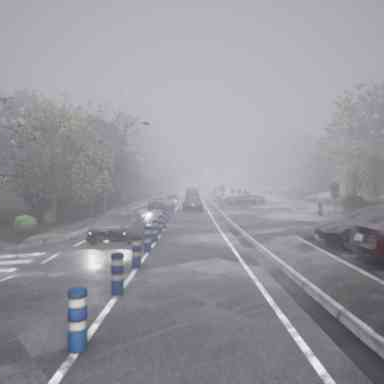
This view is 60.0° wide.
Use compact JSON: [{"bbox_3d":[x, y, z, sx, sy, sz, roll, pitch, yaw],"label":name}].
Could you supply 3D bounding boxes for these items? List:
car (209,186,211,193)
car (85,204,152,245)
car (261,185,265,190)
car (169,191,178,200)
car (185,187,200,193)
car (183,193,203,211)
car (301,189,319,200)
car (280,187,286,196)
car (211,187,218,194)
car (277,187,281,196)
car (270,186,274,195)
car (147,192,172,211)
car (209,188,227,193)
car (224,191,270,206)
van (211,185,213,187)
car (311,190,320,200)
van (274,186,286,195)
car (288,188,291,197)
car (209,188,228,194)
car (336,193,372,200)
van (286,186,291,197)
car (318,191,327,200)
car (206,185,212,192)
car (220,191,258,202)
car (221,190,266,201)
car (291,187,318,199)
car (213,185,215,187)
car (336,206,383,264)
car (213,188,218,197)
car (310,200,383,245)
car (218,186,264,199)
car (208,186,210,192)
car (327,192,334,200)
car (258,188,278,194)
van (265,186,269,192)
[{"bbox_3d":[7.036,-0.094,77.565,4.792,1.488,2.163,0,1,0],"label":"car"},{"bbox_3d":[-3.358,1.534,15.711,2.033,1.411,5.357,0,0,0],"label":"car"},{"bbox_3d":[20.137,-0.445,80.144,5.566,2.045,2.435,0,1,0],"label":"car"},{"bbox_3d":[-3.258,0.501,56.227,2.033,1.411,5.357,0,2,0],"label":"car"},{"bbox_3d":[0.087,0.288,52.120,2.150,2.045,5.566,0,2,0],"label":"car"},{"bbox_3d":[0.082,1.143,33.949,1.994,1.385,4.181,0,2,0],"label":"car"},{"bbox_3d":[19.739,0.676,49.705,5.366,1.575,1.946,0,2,0],"label":"car"},{"bbox_3d":[20.064,0.257,63.670,4.792,1.488,2.163,0,2,0],"label":"car"},{"bbox_3d":[6.749,0.313,61.046,5.366,1.575,1.946,0,2,0],"label":"car"},{"bbox_3d":[20.085,0.181,66.308,4.792,1.488,2.163,0,2,0],"label":"car"},{"bbox_3d":[20.105,0.008,71.843,5.008,1.535,2.097,0,1,0],"label":"car"},{"bbox_3d":[-3.362,1.095,33.517,1.837,1.490,4.892,0,2,0],"label":"car"},{"bbox_3d":[7.169,-0.460,91.440,4.892,1.521,2.231,0,1,0],"label":"car"},{"bbox_3d":[6.751,0.987,41.503,4.792,1.488,2.163,0,2,0],"label":"car"},{"bbox_3d":[7.160,-0.282,74.782,4.442,1.987,1.878,0,1,0],"label":"van"},{"bbox_3d":[19.900,0.811,46.936,4.674,1.452,2.002,0,2,0],"label":"car"},{"bbox_3d":[19.970,-0.147,69.053,4.442,1.987,1.878,0,2,0],"label":"van"},{"bbox_3d":[19.962,0.435,58.008,4.792,1.488,2.163,0,2,0],"label":"car"},{"bbox_3d":[7.159,-0.392,88.665,4.892,1.521,2.231,0,1,0],"label":"car"},{"bbox_3d":[19.833,1.040,38.752,5.008,1.535,2.097,0,2,0],"label":"car"},{"bbox_3d":[20.130,0.087,60.892,4.442,1.987,1.878,0,2,0],"label":"van"},{"bbox_3d":[19.852,0.891,44.167,4.792,1.488,2.163,0,2,0],"label":"car"},{"bbox_3d":[6.945,-0.329,85.891,5.366,1.575,1.946,0,1,0],"label":"car"},{"bbox_3d":[7.031,0.680,49.824,5.366,1.575,1.946,0,2,0],"label":"car"},{"bbox_3d":[6.807,0.866,44.276,5.008,1.535,2.097,0,2,0],"label":"car"},{"bbox_3d":[19.997,0.245,55.231,5.566,2.045,2.435,0,2,0],"label":"car"},{"bbox_3d":[7.030,-0.045,69.237,4.553,1.767,2.185,0,2,0],"label":"car"},{"bbox_3d":[6.813,1.256,8.899,4.792,1.488,2.163,0,1,1],"label":"car"},{"bbox_3d":[6.704,0.497,55.376,5.366,1.575,1.946,0,2,0],"label":"car"},{"bbox_3d":[6.778,1.185,11.683,4.792,1.488,2.163,0,1,1],"label":"car"},{"bbox_3d":[6.852,0.524,47.042,5.566,2.045,2.435,0,2,0],"label":"car"},{"bbox_3d":[7.080,-0.229,83.115,4.792,1.488,2.163,0,1,0],"label":"car"},{"bbox_3d":[19.892,0.824,41.517,4.553,1.767,2.185,0,2,0],"label":"car"},{"bbox_3d":[20.226,-0.396,88.459,5.008,1.535,2.097,0,1,0],"label":"car"},{"bbox_3d":[20.027,-0.352,77.377,4.442,1.987,1.878,0,1,0],"label":"van"}]
